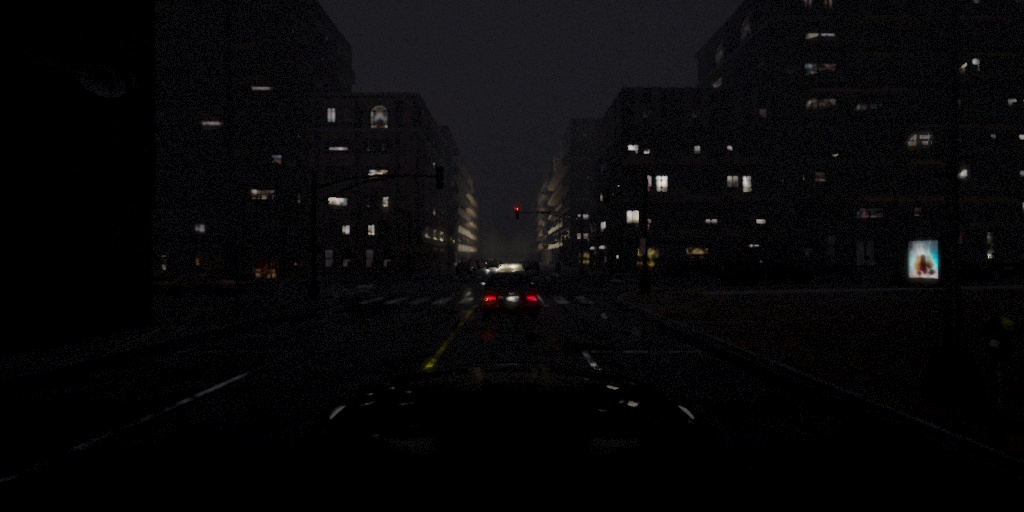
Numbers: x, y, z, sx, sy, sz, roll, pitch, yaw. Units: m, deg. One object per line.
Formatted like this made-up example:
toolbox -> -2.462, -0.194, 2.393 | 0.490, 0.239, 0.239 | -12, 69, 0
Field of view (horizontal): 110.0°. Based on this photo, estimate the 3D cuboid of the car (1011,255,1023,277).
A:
car -> 31.357, 0.724, 21.139 | 4.313, 1.339, 1.948 | 0, 0, 0

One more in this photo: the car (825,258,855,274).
car -> 25.676, 0.834, 29.472 | 4.207, 1.307, 1.802 | 0, 0, 0

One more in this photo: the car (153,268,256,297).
car -> -17.624, 1.596, 20.728 | 4.829, 1.417, 1.751 | 0, 0, 0

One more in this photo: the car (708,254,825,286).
car -> 14.716, 0.785, 21.000 | 5.009, 1.841, 2.192 | 0, 0, 0

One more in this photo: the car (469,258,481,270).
car -> -5.675, 1.310, 48.563 | 1.751, 1.417, 4.829 | 0, 0, 0

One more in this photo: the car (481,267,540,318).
car -> -0.133, 1.303, 12.998 | 2.033, 1.411, 5.357 | 0, 0, -3

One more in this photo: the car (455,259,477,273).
car -> -5.676, 1.345, 43.050 | 1.948, 1.339, 4.313 | 0, 0, 0

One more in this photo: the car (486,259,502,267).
car -> -3.053, 1.319, 56.798 | 1.812, 1.442, 4.674 | 0, 0, 0

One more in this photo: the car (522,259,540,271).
car -> 2.706, 1.224, 48.732 | 1.967, 1.591, 4.097 | 0, 0, 0

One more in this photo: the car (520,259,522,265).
car -> 2.708, 1.230, 54.414 | 1.967, 1.591, 4.097 | 0, 0, 0

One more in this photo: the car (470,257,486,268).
car -> -5.672, 1.105, 54.415 | 2.192, 1.841, 5.009 | 0, 0, 0

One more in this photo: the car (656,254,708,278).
car -> 14.584, 0.774, 29.379 | 5.009, 1.841, 2.192 | 0, 0, 0

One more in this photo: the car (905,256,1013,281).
car -> 25.810, 0.829, 21.093 | 4.313, 1.339, 1.948 | 0, 0, 0

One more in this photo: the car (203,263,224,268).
car -> -23.590, 1.477, 29.027 | 5.009, 1.841, 2.192 | 0, 0, 0
